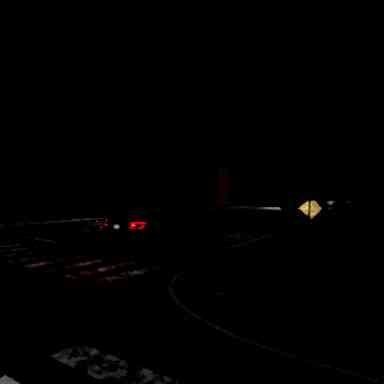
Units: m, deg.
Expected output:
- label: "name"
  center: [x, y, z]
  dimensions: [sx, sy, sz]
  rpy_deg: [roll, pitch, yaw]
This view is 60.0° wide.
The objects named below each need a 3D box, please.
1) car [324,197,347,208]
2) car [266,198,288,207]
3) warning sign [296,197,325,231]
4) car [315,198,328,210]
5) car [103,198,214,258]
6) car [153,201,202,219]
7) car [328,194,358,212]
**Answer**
- label: "car"
  center: [21.876, 1.599, 50.581]
  dimensions: [2.033, 1.411, 5.357]
  rpy_deg: [1, 1, 36]
- label: "car"
  center: [12.494, 1.513, 48.720]
  dimensions: [1.994, 1.385, 4.181]
  rpy_deg: [1, 1, 36]
- label: "warning sign"
  center: [6.893, 1.231, 19.337]
  dimensions: [1.300, 1.860, 1.060]
  rpy_deg: [1, 0, 36]
- label: "car"
  center: [15.895, 1.536, 42.197]
  dimensions: [2.128, 1.511, 4.902]
  rpy_deg: [1, 1, 36]
- label: "car"
  center: [-0.960, 1.283, 13.558]
  dimensions: [2.150, 2.045, 5.566]
  rpy_deg: [1, 0, 37]
- label: "car"
  center: [-1.207, 1.531, 29.826]
  dimensions: [1.895, 1.301, 4.718]
  rpy_deg: [1, 1, 36]
- label: "car"
  center: [18.885, 1.315, 40.774]
  dimensions: [2.150, 2.045, 5.566]
  rpy_deg: [1, 1, 36]
